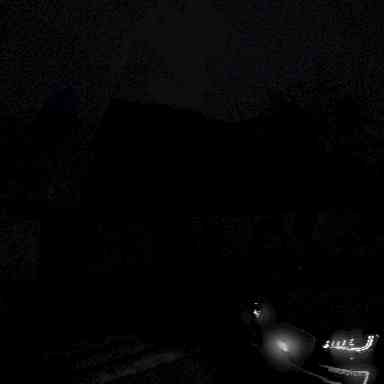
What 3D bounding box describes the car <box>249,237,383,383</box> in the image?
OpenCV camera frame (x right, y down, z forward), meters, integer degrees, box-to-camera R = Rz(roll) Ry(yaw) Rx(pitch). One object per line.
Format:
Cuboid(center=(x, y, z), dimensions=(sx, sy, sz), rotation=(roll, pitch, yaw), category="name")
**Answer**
Cuboid(center=(3.026, 1.537, 5.230), dimensions=(4.892, 1.490, 1.837), rotation=(0, 0, -36), category="car")
